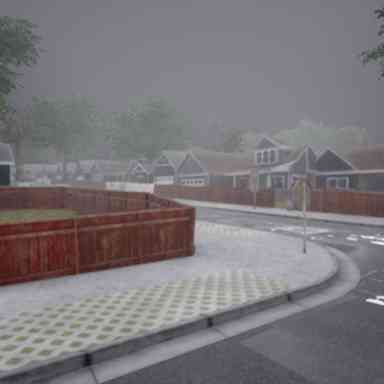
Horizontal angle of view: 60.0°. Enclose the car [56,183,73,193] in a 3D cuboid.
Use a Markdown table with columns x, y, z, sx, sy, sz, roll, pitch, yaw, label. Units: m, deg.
| x | y | z | sx | sy | sz | roll | pitch | yaw | label |
| --- | --- | --- | --- | --- | --- | --- | --- | --- | --- |
| -18.118 | -0.518 | 47.246 | 1.882 | 1.535 | 5.008 | 0 | 3 | -35 | car |
